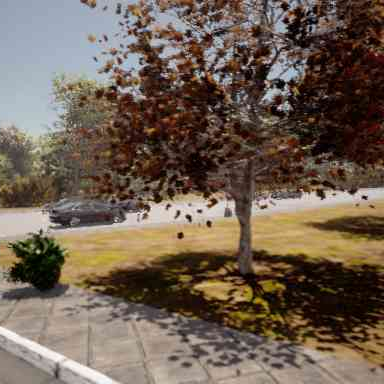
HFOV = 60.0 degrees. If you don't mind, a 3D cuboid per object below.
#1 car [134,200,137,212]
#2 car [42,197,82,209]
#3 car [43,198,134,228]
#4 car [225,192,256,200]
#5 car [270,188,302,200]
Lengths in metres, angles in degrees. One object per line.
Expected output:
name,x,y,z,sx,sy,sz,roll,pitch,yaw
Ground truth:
car,-6.757,1.194,30.311,5.357,1.411,2.033,-2,2,-39
car,-11.401,1.197,30.953,4.674,1.442,1.812,-1,2,-40
car,-6.502,1.370,21.242,4.892,1.490,1.837,-1,1,-42
car,6.362,0.412,43.547,4.181,1.385,1.994,-4,2,-30
car,12.082,0.204,42.743,4.181,1.385,1.994,-3,2,-28
